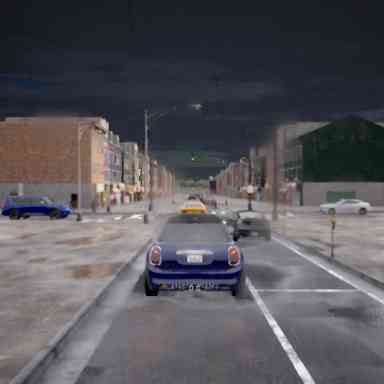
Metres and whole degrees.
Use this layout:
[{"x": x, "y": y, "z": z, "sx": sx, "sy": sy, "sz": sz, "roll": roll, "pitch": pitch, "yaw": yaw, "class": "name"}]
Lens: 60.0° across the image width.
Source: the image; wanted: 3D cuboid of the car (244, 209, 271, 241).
[{"x": 2.632, "y": 1.522, "z": 16.072, "sx": 2.008, "sy": 1.369, "sz": 4.403, "roll": -1, "pitch": 0, "yaw": 0, "class": "car"}]

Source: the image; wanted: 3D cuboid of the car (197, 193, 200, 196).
[{"x": 2.667, "y": 1.334, "z": 76.179, "sx": 1.967, "sy": 1.590, "sz": 4.097, "roll": -1, "pitch": 0, "yaw": 0, "class": "car"}]

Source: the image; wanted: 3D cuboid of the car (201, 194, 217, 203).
[{"x": 2.652, "y": 1.471, "z": 48.517, "sx": 1.887, "sy": 1.381, "sz": 4.507, "roll": -1, "pitch": 0, "yaw": 0, "class": "car"}]

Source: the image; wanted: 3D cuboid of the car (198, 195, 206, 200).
[{"x": 2.680, "y": 1.425, "z": 92.777, "sx": 2.008, "sy": 1.369, "sz": 4.403, "roll": -1, "pitch": 0, "yaw": 0, "class": "car"}]

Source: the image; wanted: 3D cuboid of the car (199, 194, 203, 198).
[{"x": 2.660, "y": 1.495, "z": 59.582, "sx": 1.802, "sy": 1.307, "sz": 4.206, "roll": -1, "pitch": 0, "yaw": 0, "class": "car"}]

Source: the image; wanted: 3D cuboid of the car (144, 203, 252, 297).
[{"x": 0.071, "y": 1.336, "z": 8.714, "sx": 2.097, "sy": 1.767, "sz": 4.553, "roll": 0, "pitch": 0, "yaw": 0, "class": "car"}]

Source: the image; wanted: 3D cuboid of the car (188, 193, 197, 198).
[{"x": 0.053, "y": 1.385, "z": 83.053, "sx": 1.837, "sy": 1.490, "sz": 4.892, "roll": 0, "pitch": 0, "yaw": 0, "class": "car"}]

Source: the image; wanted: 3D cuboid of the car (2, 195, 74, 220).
[{"x": -12.921, "y": 1.292, "z": 28.026, "sx": 5.566, "sy": 2.045, "sz": 2.150, "roll": 0, "pitch": 1, "yaw": 0, "class": "car"}]

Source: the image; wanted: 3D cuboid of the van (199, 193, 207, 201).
[{"x": 2.669, "y": 1.228, "z": 81.712, "sx": 1.690, "sy": 1.788, "sz": 3.998, "roll": -1, "pitch": 0, "yaw": 0, "class": "van"}]

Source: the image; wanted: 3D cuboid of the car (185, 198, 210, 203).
[{"x": 0.100, "y": 1.439, "z": 24.439, "sx": 1.882, "sy": 1.535, "sz": 5.008, "roll": 0, "pitch": 0, "yaw": 0, "class": "car"}]

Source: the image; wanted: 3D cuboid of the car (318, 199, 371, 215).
[{"x": 14.174, "y": 1.357, "z": 30.962, "sx": 4.674, "sy": 1.442, "sz": 1.812, "roll": 0, "pitch": 1, "yaw": -2, "class": "car"}]

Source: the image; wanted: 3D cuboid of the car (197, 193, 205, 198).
[{"x": 2.666, "y": 1.445, "z": 70.647, "sx": 1.887, "sy": 1.381, "sz": 4.507, "roll": -1, "pitch": 0, "yaw": 0, "class": "car"}]
